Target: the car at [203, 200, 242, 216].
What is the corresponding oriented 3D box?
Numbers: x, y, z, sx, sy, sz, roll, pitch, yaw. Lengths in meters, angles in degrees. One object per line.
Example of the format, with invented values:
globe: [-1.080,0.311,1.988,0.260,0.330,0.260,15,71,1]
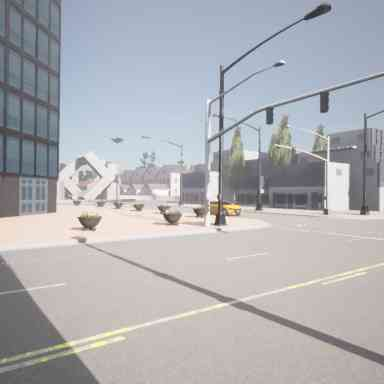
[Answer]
car: [2.956,1.563,33.648,1.882,1.535,5.008,1,-1,-35]
